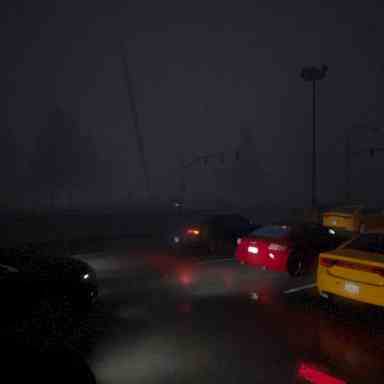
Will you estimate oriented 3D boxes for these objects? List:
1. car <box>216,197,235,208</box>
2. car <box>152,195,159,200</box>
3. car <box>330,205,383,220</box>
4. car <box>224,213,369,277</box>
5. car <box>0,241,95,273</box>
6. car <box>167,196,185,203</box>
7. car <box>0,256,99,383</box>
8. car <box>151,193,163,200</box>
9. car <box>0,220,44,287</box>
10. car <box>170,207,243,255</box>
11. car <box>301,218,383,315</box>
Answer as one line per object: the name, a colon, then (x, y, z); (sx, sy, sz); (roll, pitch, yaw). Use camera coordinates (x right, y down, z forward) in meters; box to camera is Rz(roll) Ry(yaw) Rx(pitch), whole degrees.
car: (4.517, 1.477, 45.500); (1.882, 1.535, 5.008); (1, 0, -4)
car: (-10.347, 1.518, 94.044); (1.812, 1.442, 4.674); (0, 0, -3)
car: (9.525, 1.475, 18.891); (5.008, 1.535, 1.882); (0, 0, -35)
car: (3.324, 1.563, 10.309); (4.181, 1.385, 1.994); (0, 0, -35)
car: (-3.974, 1.492, 5.192); (4.902, 1.511, 2.128); (0, 0, -35)
car: (-3.142, 1.542, 63.513); (2.033, 1.411, 5.357); (0, 0, -23)
car: (-2.928, 1.505, 1.645); (4.892, 1.490, 1.837); (0, 0, -35)
car: (-8.209, 1.220, 78.593); (2.150, 2.045, 5.566); (0, 0, -13)
car: (-6.526, 1.548, 7.706); (5.357, 1.411, 2.033); (0, 0, -35)
car: (1.349, 1.525, 13.200); (4.674, 1.442, 1.812); (0, 0, -35)
car: (4.738, 1.477, 7.033); (5.008, 1.535, 1.882); (0, 0, -35)
